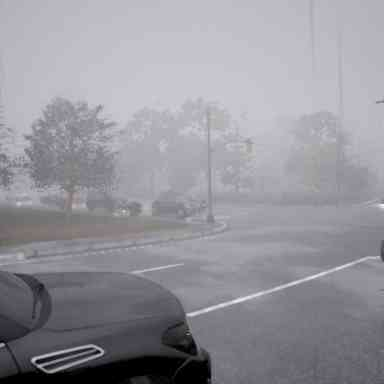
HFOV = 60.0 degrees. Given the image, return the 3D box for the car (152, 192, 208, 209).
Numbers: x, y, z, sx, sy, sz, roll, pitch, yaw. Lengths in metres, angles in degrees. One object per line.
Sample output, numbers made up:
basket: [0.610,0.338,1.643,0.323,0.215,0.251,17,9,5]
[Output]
car: [-1.351,1.122,28.595,4.553,1.767,2.097,0,2,38]

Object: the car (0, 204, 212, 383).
car: [-2.486,1.224,2.115,5.566,2.045,2.150,0,0,-35]

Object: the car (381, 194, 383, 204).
car: [23.602,0.676,39.125,1.994,1.385,4.181,-1,1,37]

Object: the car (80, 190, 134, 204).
car: [-8.758,0.889,34.455,5.566,2.045,2.150,1,2,38]

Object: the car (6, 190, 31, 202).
car: [-24.588,0.515,47.037,4.674,1.442,1.812,3,4,39]

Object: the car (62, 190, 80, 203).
car: [-16.390,0.572,44.970,4.553,1.767,2.097,3,3,39]

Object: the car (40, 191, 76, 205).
car: [-16.622,0.999,40.695,4.718,1.301,1.895,3,3,38]

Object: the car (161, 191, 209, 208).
car: [-0.980,0.893,32.761,5.566,2.045,2.150,0,2,38]

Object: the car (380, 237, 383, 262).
car: [7.510,1.440,10.459,4.181,1.385,1.994,-2,1,-45]

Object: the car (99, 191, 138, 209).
car: [-8.613,0.880,38.810,4.553,1.767,2.097,2,2,38]
